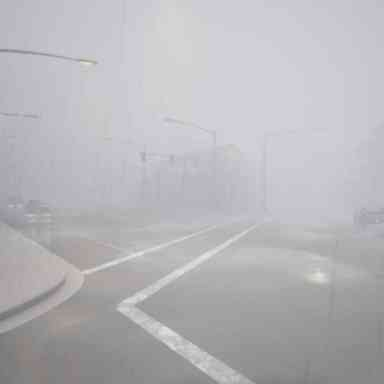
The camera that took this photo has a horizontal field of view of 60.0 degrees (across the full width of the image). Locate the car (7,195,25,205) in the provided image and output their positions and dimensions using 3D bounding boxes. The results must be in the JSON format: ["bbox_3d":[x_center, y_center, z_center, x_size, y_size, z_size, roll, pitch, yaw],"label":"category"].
[{"bbox_3d":[-27.323,1.216,51.338,1.994,1.385,4.181,1,0,-35],"label":"car"}]

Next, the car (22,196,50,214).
[{"bbox_3d":[-17.014,1.554,36.642,1.812,1.442,4.674,1,1,-35],"label":"car"}]

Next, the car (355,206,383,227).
[{"bbox_3d":[13.677,1.840,25.349,2.128,1.511,4.902,-2,-1,20],"label":"car"}]
